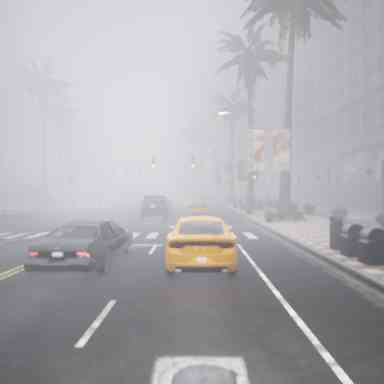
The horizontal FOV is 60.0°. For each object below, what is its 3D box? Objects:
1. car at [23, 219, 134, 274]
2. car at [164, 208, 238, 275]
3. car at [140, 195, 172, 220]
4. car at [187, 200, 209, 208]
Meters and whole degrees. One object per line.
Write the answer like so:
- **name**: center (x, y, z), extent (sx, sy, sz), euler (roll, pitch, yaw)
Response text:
- **car**: center (-3.221, 1.563, 10.555), extent (2.033, 1.411, 5.357), euler (0, 0, 1)
- **car**: center (0.273, 1.489, 10.493), extent (1.882, 1.535, 5.008), euler (0, 0, 1)
- **car**: center (-2.973, 1.257, 28.282), extent (2.150, 2.045, 5.566), euler (0, 0, 1)
- **car**: center (0.580, 1.511, 31.974), extent (1.882, 1.535, 5.008), euler (0, 0, 1)
